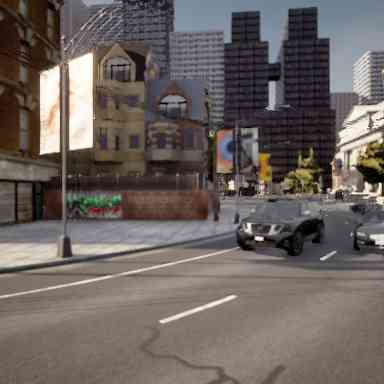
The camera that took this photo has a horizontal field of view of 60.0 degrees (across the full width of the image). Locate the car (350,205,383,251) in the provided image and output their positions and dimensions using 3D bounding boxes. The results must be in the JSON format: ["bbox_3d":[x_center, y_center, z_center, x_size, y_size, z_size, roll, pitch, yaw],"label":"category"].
[{"bbox_3d":[7.905,1.523,13.747,2.128,1.511,4.902,0,0,32],"label":"car"}]

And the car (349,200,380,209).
[{"bbox_3d":[19.156,1.637,36.630,2.033,1.411,5.357,0,0,6],"label":"car"}]

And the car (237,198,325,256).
[{"bbox_3d":[3.912,1.274,13.856,2.150,2.045,5.566,0,0,35],"label":"car"}]
